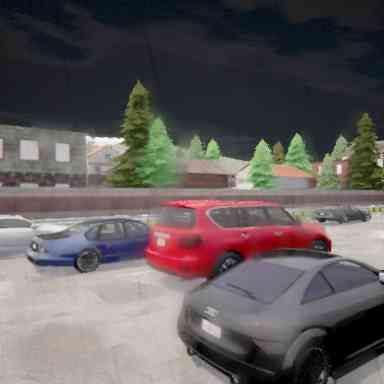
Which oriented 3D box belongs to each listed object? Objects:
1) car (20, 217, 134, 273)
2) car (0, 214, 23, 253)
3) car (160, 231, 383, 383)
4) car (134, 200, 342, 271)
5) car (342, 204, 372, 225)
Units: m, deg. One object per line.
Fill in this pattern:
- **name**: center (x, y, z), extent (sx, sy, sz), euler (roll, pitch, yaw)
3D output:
- **car**: center (-2.312, 1.557, 10.693), extent (5.357, 1.411, 2.033), euler (0, 0, -35)
- **car**: center (-6.491, 1.533, 12.011), extent (4.674, 1.442, 1.812), euler (0, 0, -35)
- **car**: center (1.862, 1.571, 5.072), extent (4.181, 1.385, 1.994), euler (0, 0, -35)
- **car**: center (1.488, 1.233, 9.102), extent (5.566, 2.045, 2.150), euler (0, 0, -35)
- **car**: center (11.099, 1.585, 24.541), extent (5.357, 1.411, 2.033), euler (0, 0, -35)
